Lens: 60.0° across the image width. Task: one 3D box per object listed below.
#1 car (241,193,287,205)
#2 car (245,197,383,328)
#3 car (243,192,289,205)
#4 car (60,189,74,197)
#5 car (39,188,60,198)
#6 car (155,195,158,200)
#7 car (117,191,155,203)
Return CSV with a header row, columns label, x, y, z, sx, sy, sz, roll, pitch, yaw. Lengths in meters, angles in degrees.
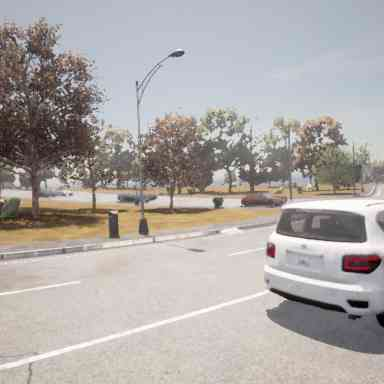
label,x,y,z,sx,sy,sz,roll,pitch,yaw
car,7.306,0.847,34.390,4.674,1.442,1.812,-1,2,38
car,3.853,1.173,6.996,5.566,2.045,2.150,-1,0,-39
car,8.455,0.754,38.109,4.718,1.301,1.895,-1,2,33
car,-22.819,0.054,58.414,4.674,1.442,1.812,2,4,33
car,-24.674,0.197,55.448,4.674,1.442,1.812,2,4,33
car,-7.036,0.617,48.128,4.181,1.385,1.994,1,4,33
car,-7.849,0.736,44.485,4.902,1.511,2.128,1,3,33
